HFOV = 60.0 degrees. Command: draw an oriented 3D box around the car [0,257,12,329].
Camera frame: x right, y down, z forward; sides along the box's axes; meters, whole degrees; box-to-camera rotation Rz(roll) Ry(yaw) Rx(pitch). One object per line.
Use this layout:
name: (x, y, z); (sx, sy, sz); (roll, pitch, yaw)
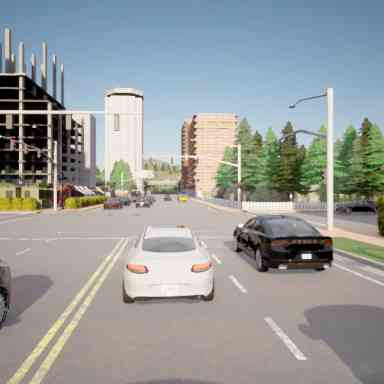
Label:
car: (-3.889, 1.505, 3.841); (1.837, 1.490, 4.892); (0, 0, -4)

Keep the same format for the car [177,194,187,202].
car: (-2.117, 1.470, 76.939); (1.882, 1.535, 5.008); (0, 0, -4)

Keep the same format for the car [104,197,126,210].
car: (-10.332, 1.477, 43.779); (1.882, 1.535, 5.008); (0, 0, -4)

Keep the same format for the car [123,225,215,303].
car: (-0.590, 1.526, 8.129); (1.812, 1.442, 4.674); (0, 0, -5)

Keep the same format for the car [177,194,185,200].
car: (-2.812, 1.304, 86.487); (1.882, 1.535, 5.008); (0, 0, -4)

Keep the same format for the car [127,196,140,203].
car: (-12.004, 1.547, 68.092); (2.033, 1.411, 5.357); (0, 0, -4)

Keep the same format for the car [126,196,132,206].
car: (-11.000, 1.477, 53.105); (1.882, 1.535, 5.008); (0, 0, -4)

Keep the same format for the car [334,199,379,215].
car: (17.050, 1.491, 34.008); (4.902, 1.511, 2.128); (0, 0, -3)

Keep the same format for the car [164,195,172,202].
car: (-5.679, 1.517, 77.662); (2.128, 1.511, 4.902); (0, 0, -4)

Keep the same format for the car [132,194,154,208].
car: (-7.187, 1.491, 48.852); (2.128, 1.511, 4.902); (0, 0, -4)

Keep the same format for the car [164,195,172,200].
car: (-6.303, 1.379, 86.233); (1.994, 1.385, 4.181); (0, 0, -4)

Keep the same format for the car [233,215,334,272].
car: (2.674, 1.478, 10.868); (1.882, 1.535, 5.008); (0, 0, -5)

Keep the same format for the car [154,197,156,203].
car: (-7.833, 1.491, 57.961); (2.128, 1.511, 4.902); (0, 0, -4)
